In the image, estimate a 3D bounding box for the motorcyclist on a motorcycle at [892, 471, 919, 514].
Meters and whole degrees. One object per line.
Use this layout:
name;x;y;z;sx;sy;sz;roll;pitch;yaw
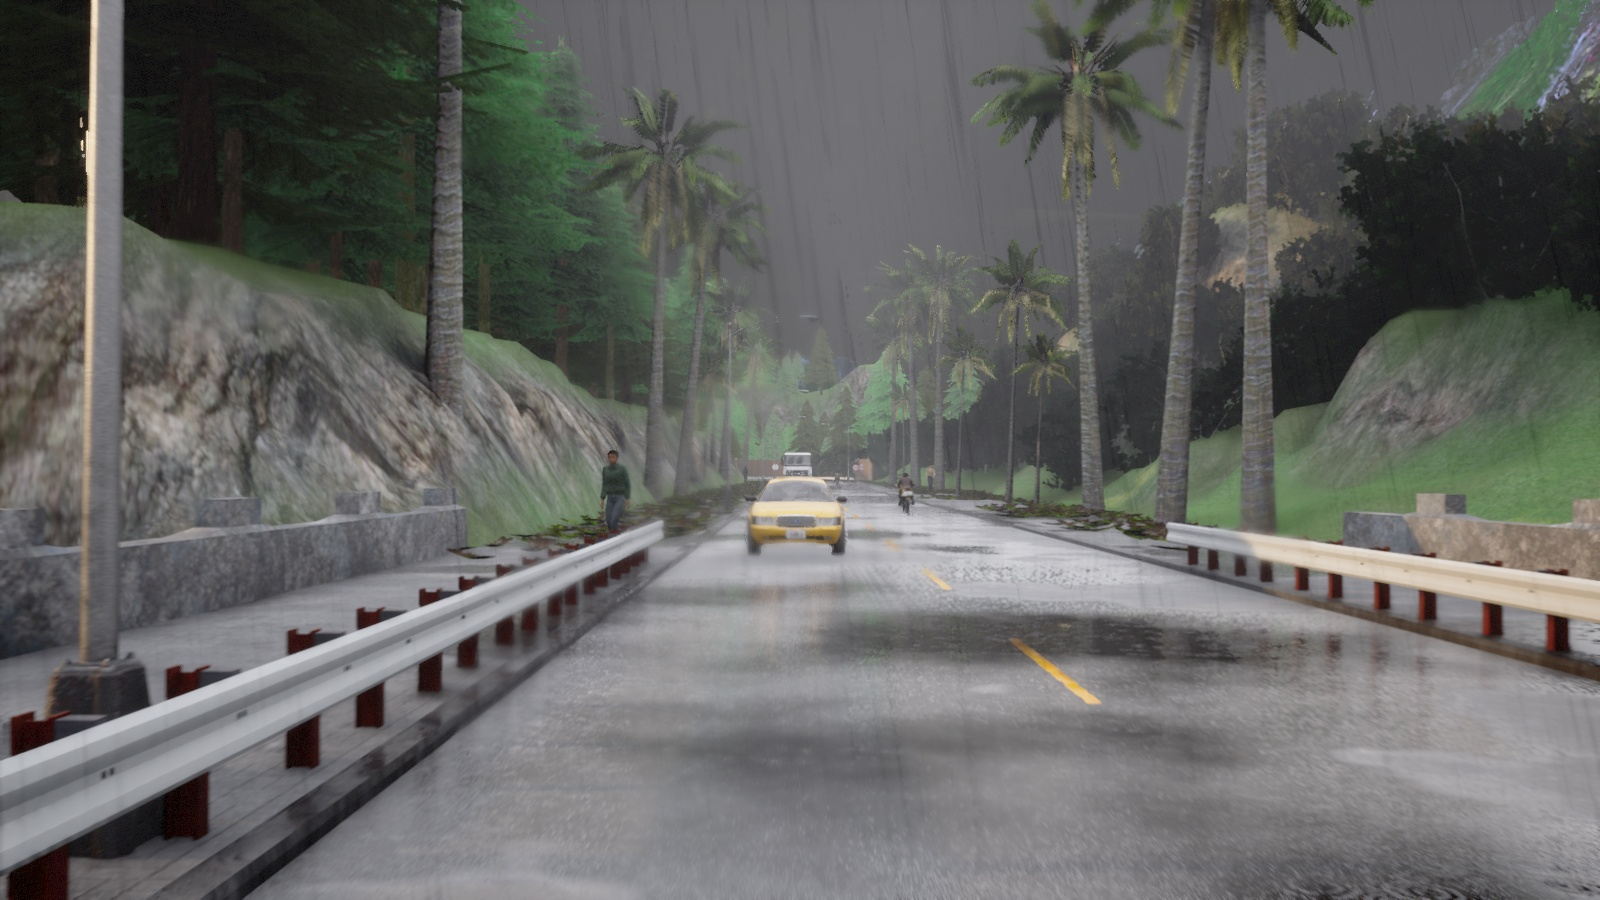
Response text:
motorcyclist on a motorcycle;3.900;1.560;46.511;0.797;1.523;2.044;0;-1;0

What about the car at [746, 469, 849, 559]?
car;-0.053;1.168;24.834;1.801;1.575;5.366;0;-1;0

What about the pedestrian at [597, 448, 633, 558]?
pedestrian;-3.147;0.894;21.394;0.353;1.847;0.614;-1;-1;21
